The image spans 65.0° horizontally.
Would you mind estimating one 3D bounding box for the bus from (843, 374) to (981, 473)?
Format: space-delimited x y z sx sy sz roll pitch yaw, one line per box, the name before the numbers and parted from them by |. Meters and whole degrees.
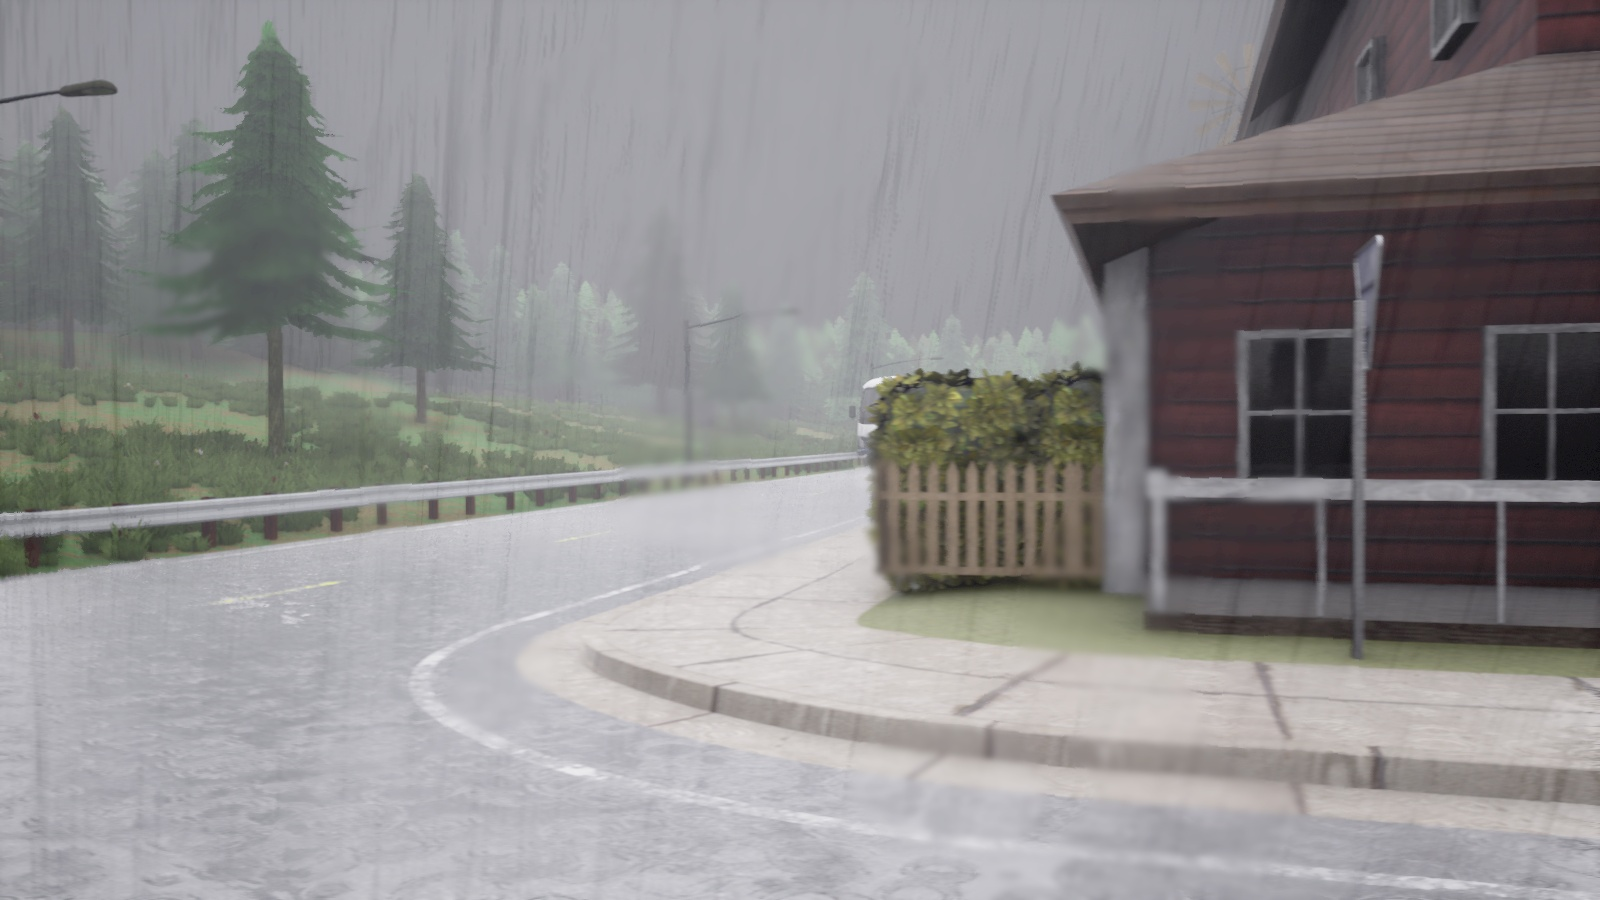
bus | 5.510 -1.304 59.137 3.944 4.253 10.273 0 2 20
